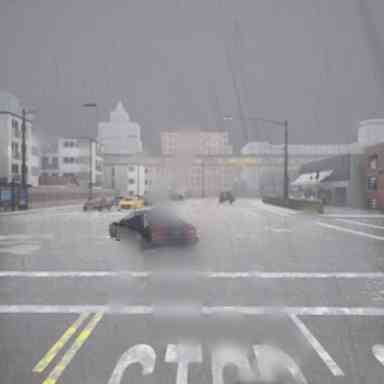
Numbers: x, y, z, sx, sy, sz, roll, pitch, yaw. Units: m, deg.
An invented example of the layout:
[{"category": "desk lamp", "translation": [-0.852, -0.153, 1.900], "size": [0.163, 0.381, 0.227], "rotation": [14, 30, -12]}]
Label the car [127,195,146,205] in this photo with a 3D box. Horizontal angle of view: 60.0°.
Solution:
[{"category": "car", "translation": [-8.877, 1.189, 53.645], "size": [1.837, 1.490, 4.892], "rotation": [0, 0, 6]}]

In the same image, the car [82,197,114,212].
[{"category": "car", "translation": [-10.051, 1.277, 35.549], "size": [1.812, 1.442, 4.674], "rotation": [0, 0, 3]}]

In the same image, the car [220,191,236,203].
[{"category": "car", "translation": [6.428, 0.884, 59.359], "size": [2.150, 2.045, 5.566], "rotation": [0, 0, 16]}]

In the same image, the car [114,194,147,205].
[{"category": "car", "translation": [-6.535, 1.228, 35.784], "size": [1.882, 1.535, 5.008], "rotation": [0, 0, 3]}]

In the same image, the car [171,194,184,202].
[{"category": "car", "translation": [-3.041, 1.148, 64.620], "size": [1.837, 1.490, 4.892], "rotation": [0, 0, 22]}]

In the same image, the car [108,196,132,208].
[{"category": "car", "translation": [-9.601, 1.243, 44.640], "size": [1.812, 1.442, 4.674], "rotation": [0, 0, 5]}]

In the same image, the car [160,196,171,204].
[{"category": "car", "translation": [-5.279, 1.281, 54.665], "size": [1.895, 1.301, 4.718], "rotation": [0, 0, 7]}]

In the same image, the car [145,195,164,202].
[{"category": "car", "translation": [-7.120, 1.248, 63.696], "size": [1.895, 1.301, 4.718], "rotation": [0, 0, 18]}]

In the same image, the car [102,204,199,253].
[{"category": "car", "translation": [-1.730, 1.421, 13.138], "size": [2.033, 1.411, 5.357], "rotation": [0, 0, -29]}]

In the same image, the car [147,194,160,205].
[{"category": "car", "translation": [-6.048, 1.069, 44.753], "size": [2.097, 1.767, 4.553], "rotation": [0, 0, 4]}]
